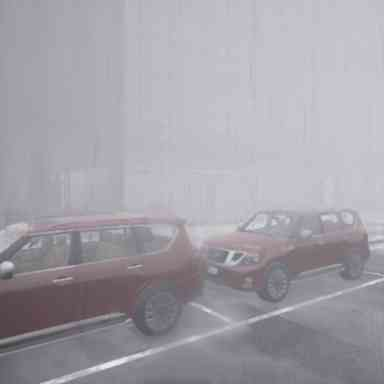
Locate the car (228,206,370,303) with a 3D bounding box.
[{"bbox_3d":[2.493,1.315,8.384,5.009,1.841,2.192,0,0,-35],"label":"car"}]

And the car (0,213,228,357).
[{"bbox_3d":[-2.111,1.316,5.131,5.009,1.841,2.192,0,0,-35],"label":"car"}]
